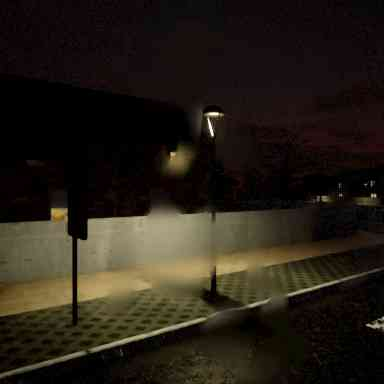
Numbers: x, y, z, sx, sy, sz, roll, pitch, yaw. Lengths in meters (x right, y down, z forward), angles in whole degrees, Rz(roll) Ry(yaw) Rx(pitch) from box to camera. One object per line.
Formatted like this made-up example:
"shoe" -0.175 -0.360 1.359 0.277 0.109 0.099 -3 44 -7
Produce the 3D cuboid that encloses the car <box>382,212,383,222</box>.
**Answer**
"car" 15.008 1.585 22.834 1.994 1.385 4.181 0 0 0

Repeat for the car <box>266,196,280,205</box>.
"car" 14.979 1.541 62.049 2.097 1.767 4.553 0 0 0
